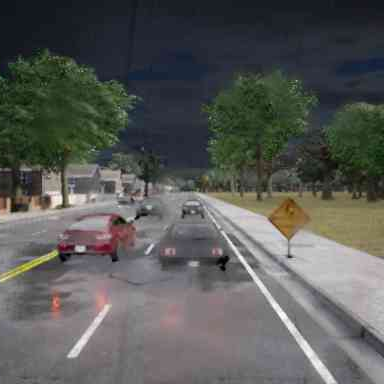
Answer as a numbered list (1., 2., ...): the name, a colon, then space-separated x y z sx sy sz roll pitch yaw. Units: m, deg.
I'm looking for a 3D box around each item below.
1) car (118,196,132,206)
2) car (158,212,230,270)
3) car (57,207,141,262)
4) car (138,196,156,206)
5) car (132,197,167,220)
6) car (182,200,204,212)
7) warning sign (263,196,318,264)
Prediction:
1. car: -9.804 1.309 50.025 1.994 1.385 4.181 0 0 0
2. car: 0.064 1.545 10.742 1.895 1.301 4.718 0 0 0
3. car: -3.179 1.466 11.795 1.812 1.442 4.674 0 0 0
4. car: -6.563 1.351 48.956 1.895 1.301 4.718 0 0 0
5. car: -3.174 1.213 26.862 2.097 1.767 4.553 0 0 0
6. car: 0.086 1.380 28.368 1.812 1.442 4.674 0 0 0
7. warning sign: 2.853 1.064 9.804 1.300 1.860 1.060 0 0 0
